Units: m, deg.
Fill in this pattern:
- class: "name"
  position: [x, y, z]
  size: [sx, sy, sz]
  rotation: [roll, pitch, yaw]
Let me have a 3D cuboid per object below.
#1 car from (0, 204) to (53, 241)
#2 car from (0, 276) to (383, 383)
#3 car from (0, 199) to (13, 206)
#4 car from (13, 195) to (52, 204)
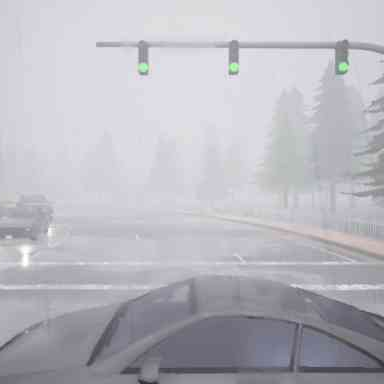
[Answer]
- class: "car"
  position: [-8.440, 1.535, 16.721]
  size: [2.033, 1.411, 5.357]
  rotation: [0, 0, -15]
- class: "car"
  position: [0.134, 1.560, 3.043]
  size: [4.181, 1.385, 1.994]
  rotation: [0, 0, 0]
- class: "car"
  position: [-19.078, 1.501, 33.951]
  size: [5.008, 1.535, 1.882]
  rotation: [0, 0, 41]
- class: "car"
  position: [-12.442, 1.224, 26.093]
  size: [2.150, 2.045, 5.566]
  rotation: [0, 0, -32]
